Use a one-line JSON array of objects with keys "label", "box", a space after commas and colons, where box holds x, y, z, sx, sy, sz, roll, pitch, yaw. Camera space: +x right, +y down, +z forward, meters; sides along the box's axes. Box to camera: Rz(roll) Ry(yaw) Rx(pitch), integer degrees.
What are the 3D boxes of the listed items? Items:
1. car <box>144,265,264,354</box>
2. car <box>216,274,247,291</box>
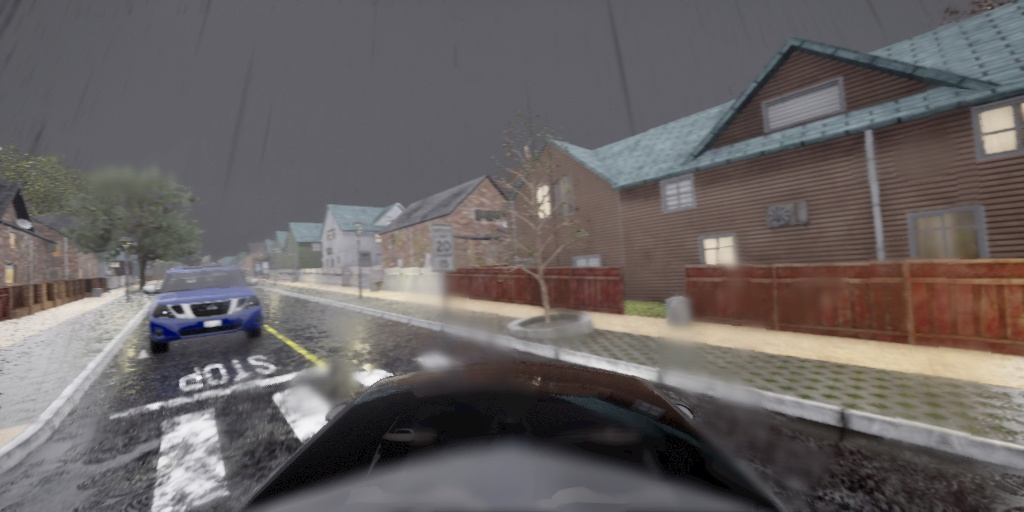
[{"label": "car", "box": [-8.928, 1.310, 10.464, 2.150, 2.045, 5.566, -2, 0, -43]}, {"label": "car", "box": [-26.850, 2.473, 34.271, 1.895, 1.301, 4.718, -2, 0, -43]}]
